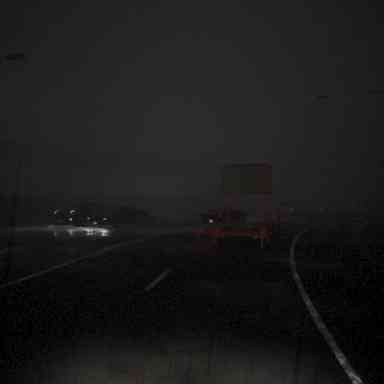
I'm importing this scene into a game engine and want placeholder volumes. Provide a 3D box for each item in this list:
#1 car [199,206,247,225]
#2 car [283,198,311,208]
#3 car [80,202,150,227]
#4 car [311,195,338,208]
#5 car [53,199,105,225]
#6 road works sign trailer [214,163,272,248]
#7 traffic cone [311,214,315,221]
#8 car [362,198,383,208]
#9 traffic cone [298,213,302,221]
[{"bbox_3d":[2.442,1.667,24.403,1.895,1.301,4.718,0,0,30],"label":"car"},{"bbox_3d":[17.444,1.809,56.290,5.008,1.535,1.882,1,-1,-40],"label":"car"},{"bbox_3d":[-5.038,1.612,23.616,2.033,1.411,5.357,0,0,26],"label":"car"},{"bbox_3d":[22.095,1.538,55.580,5.566,2.045,2.150,1,-1,-38],"label":"car"},{"bbox_3d":[-8.104,1.425,25.005,2.097,1.767,4.553,0,0,26],"label":"car"},{"bbox_3d":[2.537,0.493,15.236,2.380,3.560,2.880,0,0,26],"label":"road works sign trailer"},{"bbox_3d":[9.559,2.009,26.277,0.340,0.580,0.340,0,0,26],"label":"traffic cone"},{"bbox_3d":[28.263,1.759,51.453,4.892,1.490,1.837,2,-4,-35],"label":"car"},{"bbox_3d":[8.660,2.015,26.713,0.340,0.580,0.340,0,0,26],"label":"traffic cone"}]
